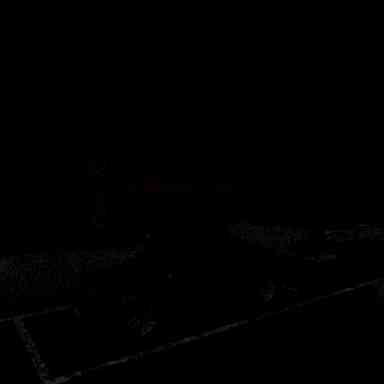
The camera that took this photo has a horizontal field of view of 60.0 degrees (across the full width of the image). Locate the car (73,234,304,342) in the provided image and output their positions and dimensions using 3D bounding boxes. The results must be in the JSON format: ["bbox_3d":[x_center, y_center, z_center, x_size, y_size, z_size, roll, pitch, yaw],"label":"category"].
[{"bbox_3d":[-0.036,1.566,6.510,4.313,1.339,1.947,0,0,-35],"label":"car"}]

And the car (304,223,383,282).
[{"bbox_3d":[4.445,1.582,9.702,4.206,1.307,1.802,0,0,-35],"label":"car"}]
